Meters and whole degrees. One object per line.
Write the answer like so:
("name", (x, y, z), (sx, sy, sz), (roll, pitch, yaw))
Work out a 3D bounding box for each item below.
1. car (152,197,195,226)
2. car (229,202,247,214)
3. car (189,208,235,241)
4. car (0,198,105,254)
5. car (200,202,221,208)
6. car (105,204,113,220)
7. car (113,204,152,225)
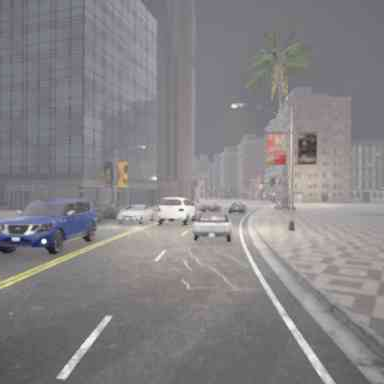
("car", (-1.096, 1.437, 26.053), (2.150, 2.045, 5.566), (0, 0, 10))
("car", (5.826, 1.957, 41.903), (1.994, 1.385, 4.181), (0, 0, 15))
("car", (1.176, 1.760, 17.887), (1.895, 1.301, 4.718), (0, 0, 6))
("car", (-5.877, 1.309, 14.264), (2.150, 2.045, 5.566), (0, -1, 5))
("car", (2.404, 1.970, 41.903), (1.895, 1.301, 4.718), (0, 0, 15))
("car", (-7.509, 1.732, 27.402), (2.033, 1.411, 5.357), (0, 0, 9))
("car", (-4.356, 1.725, 26.541), (1.812, 1.442, 4.674), (0, -1, 9))
